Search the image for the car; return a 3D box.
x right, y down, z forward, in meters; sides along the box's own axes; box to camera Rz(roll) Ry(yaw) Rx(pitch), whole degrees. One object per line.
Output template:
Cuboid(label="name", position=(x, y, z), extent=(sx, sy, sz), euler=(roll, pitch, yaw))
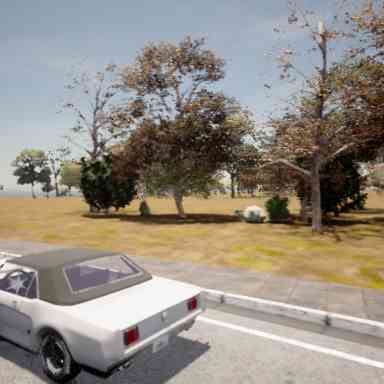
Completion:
Cuboid(label="car", position=(-2.235, 1.587, 5.354), extent=(4.718, 1.301, 1.895), euler=(0, 0, 33))
